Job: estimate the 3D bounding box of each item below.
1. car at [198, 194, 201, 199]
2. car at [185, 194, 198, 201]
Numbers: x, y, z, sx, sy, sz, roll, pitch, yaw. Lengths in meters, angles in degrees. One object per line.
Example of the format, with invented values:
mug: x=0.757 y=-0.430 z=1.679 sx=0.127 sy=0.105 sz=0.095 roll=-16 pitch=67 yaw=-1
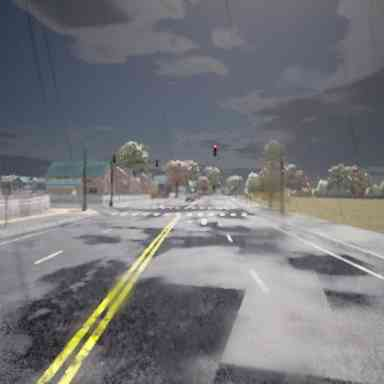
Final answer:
car: x=1.307 y=1.216 z=90.862 sx=1.837 sy=1.490 sz=4.892 roll=0 pitch=0 yaw=6
car: x=-0.382 y=1.295 z=72.051 sx=2.033 sy=1.411 sz=5.357 roll=0 pitch=0 yaw=4
